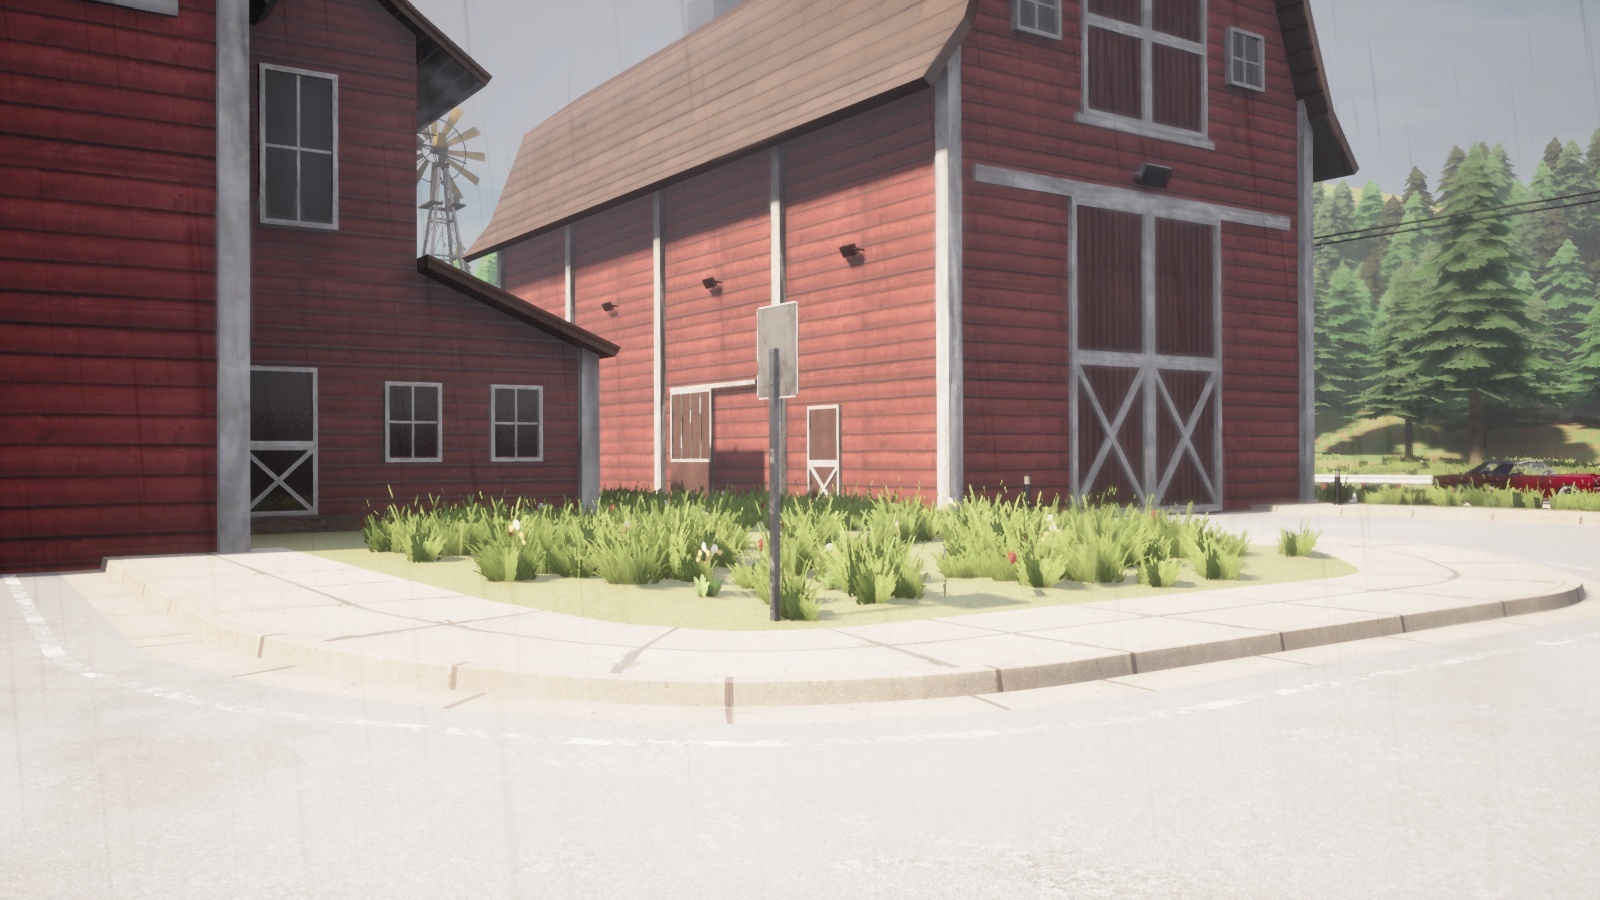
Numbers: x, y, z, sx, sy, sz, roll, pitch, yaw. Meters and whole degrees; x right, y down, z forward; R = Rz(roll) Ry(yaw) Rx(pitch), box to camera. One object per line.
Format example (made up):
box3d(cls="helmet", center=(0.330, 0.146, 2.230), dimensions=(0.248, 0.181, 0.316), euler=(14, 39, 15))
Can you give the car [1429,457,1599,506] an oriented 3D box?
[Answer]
box3d(cls="car", center=(20.995, 0.865, 36.269), dimensions=(1.895, 1.301, 4.718), euler=(0, 0, -34))
